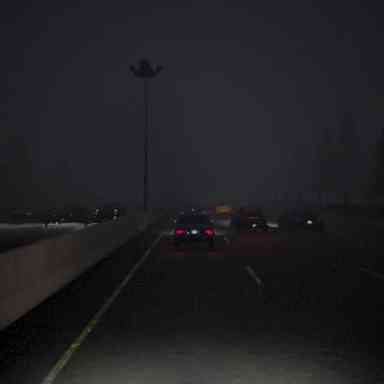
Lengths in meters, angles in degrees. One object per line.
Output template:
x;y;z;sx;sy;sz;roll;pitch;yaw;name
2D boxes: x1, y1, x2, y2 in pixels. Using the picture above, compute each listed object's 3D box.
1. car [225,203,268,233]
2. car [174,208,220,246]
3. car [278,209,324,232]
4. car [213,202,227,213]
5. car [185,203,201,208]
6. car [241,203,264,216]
3.599;1.732;21.600;2.128;1.511;4.902;0;-1;0;car
0.100;1.728;16.187;2.033;1.411;5.357;0;-1;0;car
7.099;1.809;22.085;1.994;1.385;4.181;0;-1;0;car
3.600;1.925;40.406;1.882;1.535;5.008;0;0;0;car
0.100;2.003;39.576;1.994;1.385;4.181;0;-1;0;car
7.100;2.001;39.408;1.994;1.385;4.181;0;-1;0;car
